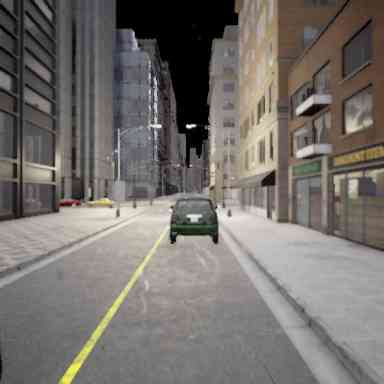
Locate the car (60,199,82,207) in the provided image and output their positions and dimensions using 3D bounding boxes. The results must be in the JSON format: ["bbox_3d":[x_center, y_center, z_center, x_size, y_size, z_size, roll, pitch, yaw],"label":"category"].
[{"bbox_3d":[-19.852,1.732,53.026,4.507,1.381,1.887,-1,0,0],"label":"car"}]

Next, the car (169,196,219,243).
[{"bbox_3d":[0.098,1.217,16.144,2.150,2.045,5.566,0,0,0],"label":"car"}]

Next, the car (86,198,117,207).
[{"bbox_3d":[-14.398,1.658,53.057,4.829,1.417,1.752,-1,0,0],"label":"car"}]

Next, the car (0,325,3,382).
[{"bbox_3d":[-3.098,1.352,1.694,2.097,1.767,4.553,0,0,0],"label":"car"}]

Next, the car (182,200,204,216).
[{"bbox_3d":[0.096,1.530,33.592,2.033,1.411,5.357,0,0,0],"label":"car"}]
